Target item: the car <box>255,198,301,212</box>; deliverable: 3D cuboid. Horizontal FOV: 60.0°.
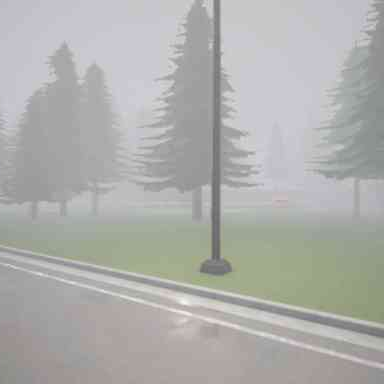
[{"bbox_3d":[9.568,1.439,37.212,5.008,1.535,1.882,0,0,-2],"label":"car"}]
